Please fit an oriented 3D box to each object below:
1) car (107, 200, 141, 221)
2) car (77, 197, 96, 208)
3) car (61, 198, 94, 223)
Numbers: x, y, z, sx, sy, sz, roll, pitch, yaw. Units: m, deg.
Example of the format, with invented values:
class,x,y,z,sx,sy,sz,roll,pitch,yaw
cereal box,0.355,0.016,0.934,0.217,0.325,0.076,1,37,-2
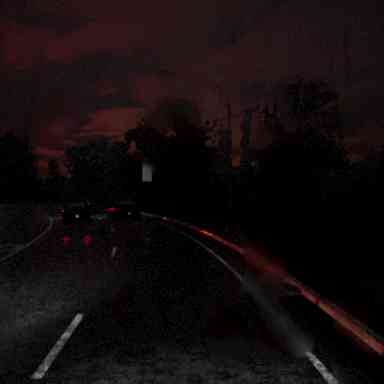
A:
class,x,y,z,sx,sy,sz,roll,pitch,yaw
car,-5.320,1.342,25.613,1.882,1.535,5.008,0,0,-22
car,-12.977,1.321,39.003,2.033,1.411,5.357,1,0,-37
car,-8.358,1.381,23.879,1.812,1.442,4.674,0,0,-22
